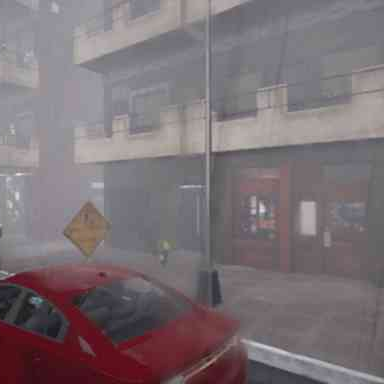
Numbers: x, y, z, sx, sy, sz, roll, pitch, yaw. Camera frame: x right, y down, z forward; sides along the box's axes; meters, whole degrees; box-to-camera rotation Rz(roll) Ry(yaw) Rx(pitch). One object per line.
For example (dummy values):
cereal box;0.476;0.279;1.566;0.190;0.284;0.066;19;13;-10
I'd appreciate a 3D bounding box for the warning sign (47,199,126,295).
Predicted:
warning sign;-2.340;1.115;7.459;1.060;1.860;1.300;0;0;35

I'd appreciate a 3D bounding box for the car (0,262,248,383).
car;-1.565;1.544;3.993;4.507;1.381;1.887;0;0;35
